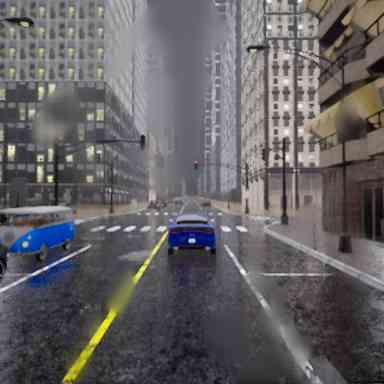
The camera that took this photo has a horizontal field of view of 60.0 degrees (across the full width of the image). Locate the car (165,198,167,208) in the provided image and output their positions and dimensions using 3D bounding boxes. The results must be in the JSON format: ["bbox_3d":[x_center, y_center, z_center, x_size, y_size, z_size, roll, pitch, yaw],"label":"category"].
[{"bbox_3d":[-5.677,2.124,56.164,1.802,1.307,4.206,1,-1,0],"label":"car"}]

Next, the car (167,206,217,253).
[{"bbox_3d":[-0.001,1.618,14.488,1.882,1.535,5.008,0,0,0],"label":"car"}]

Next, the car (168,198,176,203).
[{"bbox_3d":[-5.676,2.469,95.189,2.008,1.369,4.403,1,-1,0],"label":"car"}]

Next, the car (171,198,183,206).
[{"bbox_3d":[-3.001,2.308,73.938,1.895,1.301,4.718,0,-1,0],"label":"car"}]

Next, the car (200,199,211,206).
[{"bbox_3d":[2.703,2.178,61.801,1.802,1.307,4.206,1,-1,0],"label":"car"}]

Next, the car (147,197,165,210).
[{"bbox_3d":[-5.674,1.928,50.590,1.967,1.590,4.097,1,-1,0],"label":"car"}]

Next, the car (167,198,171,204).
[{"bbox_3d":[-5.671,1.911,61.742,2.192,1.841,5.009,1,-1,0],"label":"car"}]

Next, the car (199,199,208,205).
[{"bbox_3d":[2.704,2.323,78.533,1.947,1.339,4.313,1,-1,0],"label":"car"}]

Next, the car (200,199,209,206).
[{"bbox_3d":[2.705,2.231,73.127,1.752,1.417,4.829,1,-1,0],"label":"car"}]

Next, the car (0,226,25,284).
[{"bbox_3d":[-5.644,1.634,6.984,1.947,1.339,4.313,1,-1,0],"label":"car"}]

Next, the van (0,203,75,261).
[{"bbox_3d":[-5.809,1.463,12.527,1.690,1.788,3.998,1,-1,0],"label":"van"}]
